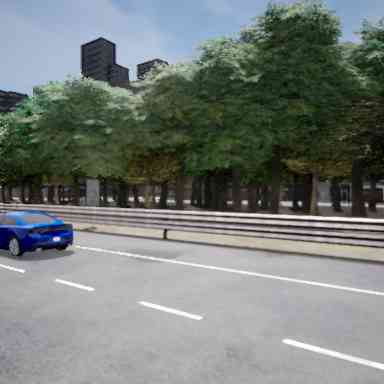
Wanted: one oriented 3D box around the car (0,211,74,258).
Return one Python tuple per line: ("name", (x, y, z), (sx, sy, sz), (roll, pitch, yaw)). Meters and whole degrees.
("car", (-6.698, 1.498, 12.948), (5.008, 1.535, 1.882), (0, 0, 36))
